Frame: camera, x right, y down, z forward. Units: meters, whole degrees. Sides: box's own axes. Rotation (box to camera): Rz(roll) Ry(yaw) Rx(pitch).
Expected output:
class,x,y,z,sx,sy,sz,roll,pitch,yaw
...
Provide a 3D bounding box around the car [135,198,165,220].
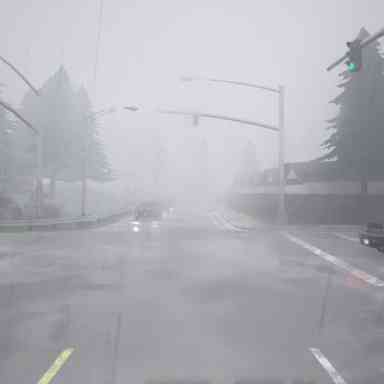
class,x,y,z,sx,sy,sz,roll,pitch,yaw
car,-3.603,1.504,28.038,1.837,1.490,4.892,0,0,0

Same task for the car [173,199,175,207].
class,x,y,z,sx,sy,sz,roll,pitch,yaw
car,-3.515,1.503,48.307,1.837,1.490,4.892,0,0,2

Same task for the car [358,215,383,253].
class,x,y,z,sx,sy,sz,roll,pitch,yaw
car,7.942,1.314,10.572,4.892,1.490,1.837,0,0,-1

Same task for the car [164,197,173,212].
class,x,y,z,sx,sy,sz,roll,pitch,yaw
car,-3.599,1.563,37.952,1.994,1.385,4.181,0,0,0

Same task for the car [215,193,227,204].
class,x,y,z,sx,sy,sz,roll,pitch,yaw
car,6.899,1.205,60.860,5.566,2.045,2.150,0,0,-22
